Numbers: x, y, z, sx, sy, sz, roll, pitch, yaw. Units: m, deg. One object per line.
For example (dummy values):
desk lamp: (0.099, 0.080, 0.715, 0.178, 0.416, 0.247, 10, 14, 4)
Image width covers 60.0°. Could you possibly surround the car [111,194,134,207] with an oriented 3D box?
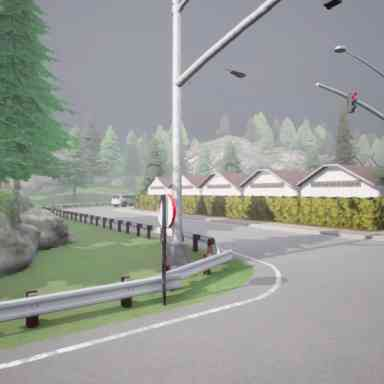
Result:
car: (-10.454, 1.397, 53.907, 2.150, 2.045, 5.566, 0, 0, 36)
